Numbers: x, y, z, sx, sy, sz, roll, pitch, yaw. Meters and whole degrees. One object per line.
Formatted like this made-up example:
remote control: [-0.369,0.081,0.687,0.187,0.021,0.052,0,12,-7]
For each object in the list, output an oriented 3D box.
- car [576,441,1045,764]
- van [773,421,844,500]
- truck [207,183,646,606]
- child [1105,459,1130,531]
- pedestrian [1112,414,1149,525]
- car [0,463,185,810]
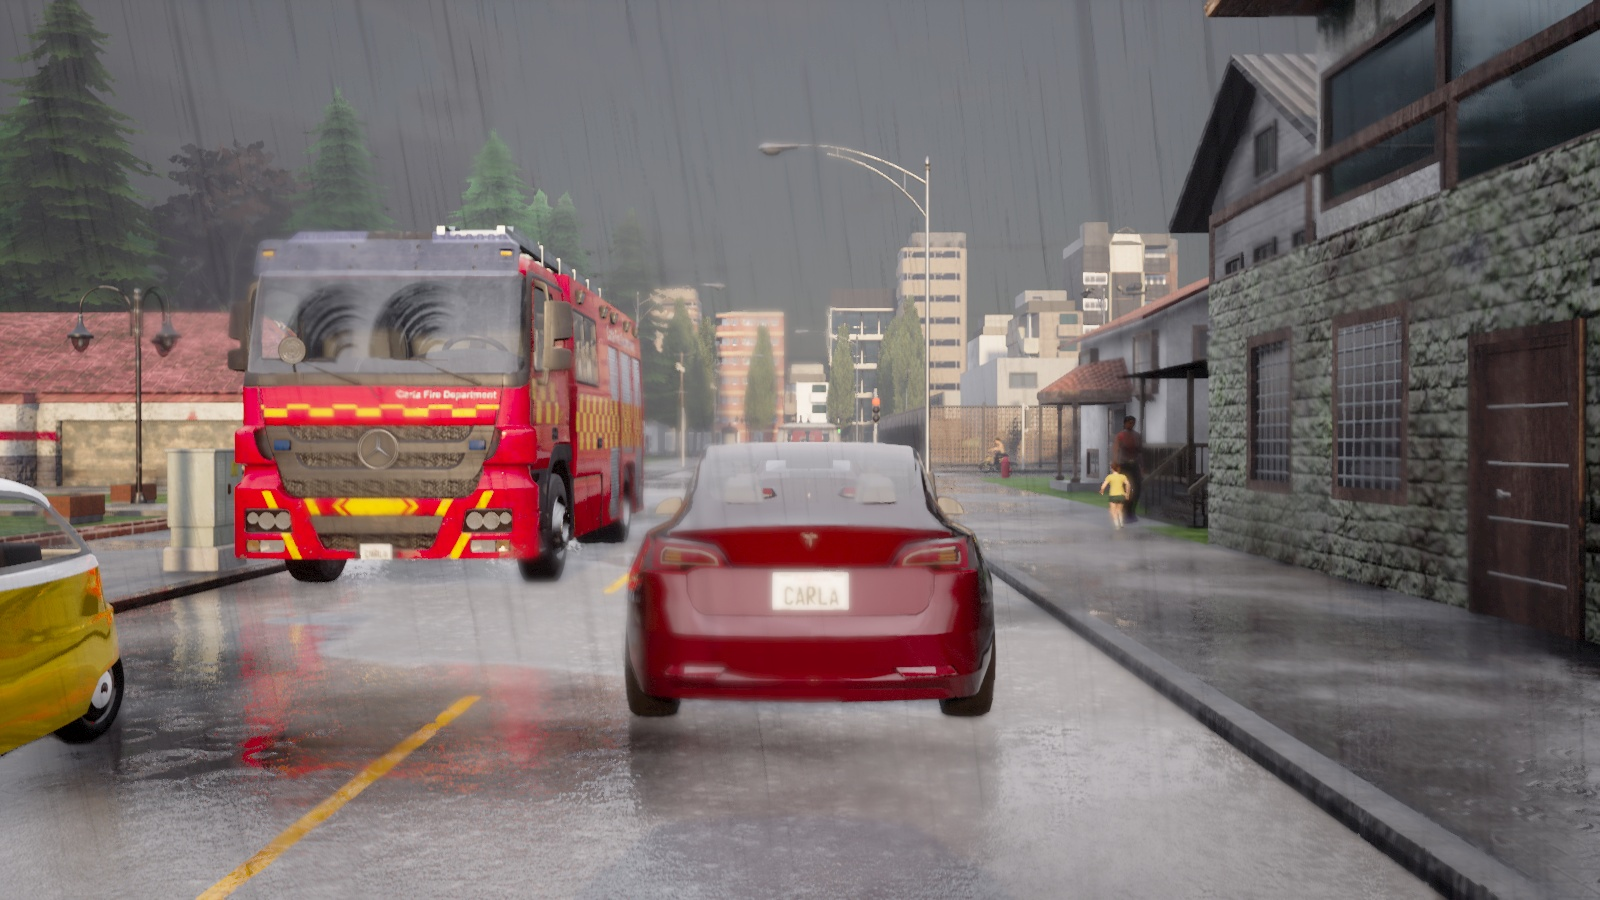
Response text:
car: [0.061,0.687,8.198,2.163,1.488,4.792,0,0,0]
van: [0.212,0.253,33.970,1.775,1.987,4.442,0,0,0]
truck: [-3.897,-0.535,15.601,2.891,3.827,8.468,0,0,0]
child: [4.967,0.698,19.636,0.255,1.110,0.394,0,0,-7]
pedestrian: [5.465,0.310,20.797,0.328,1.805,0.869,0,0,-4]
car: [-3.954,0.758,5.450,1.481,1.376,2.207,0,0,0]
